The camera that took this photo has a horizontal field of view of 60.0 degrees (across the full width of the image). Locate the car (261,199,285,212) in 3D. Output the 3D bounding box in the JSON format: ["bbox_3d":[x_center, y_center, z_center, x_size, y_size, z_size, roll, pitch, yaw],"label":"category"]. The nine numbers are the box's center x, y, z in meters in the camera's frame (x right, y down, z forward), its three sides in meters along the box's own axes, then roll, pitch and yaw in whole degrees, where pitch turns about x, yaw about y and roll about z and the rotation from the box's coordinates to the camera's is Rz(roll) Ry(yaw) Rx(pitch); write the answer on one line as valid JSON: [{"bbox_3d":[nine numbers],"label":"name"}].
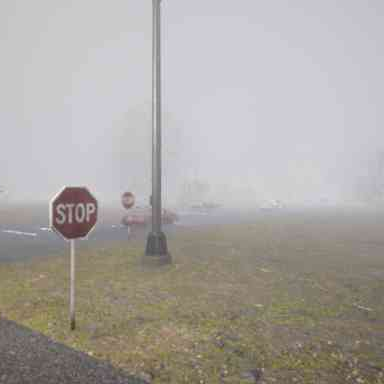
[{"bbox_3d":[10.171,1.670,41.878,1.812,1.442,4.674,0,0,34],"label":"car"}]

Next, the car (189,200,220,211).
[{"bbox_3d":[1.594,1.717,41.682,1.895,1.301,4.718,0,0,34],"label":"car"}]

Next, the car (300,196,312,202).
[{"bbox_3d":[27.705,1.757,80.574,2.033,1.411,5.357,0,0,34],"label":"car"}]

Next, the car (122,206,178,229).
[{"bbox_3d":[-2.759,1.636,22.618,1.994,1.385,4.181,0,0,34],"label":"car"}]

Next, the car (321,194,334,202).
[{"bbox_3d":[32.434,1.753,80.736,1.812,1.442,4.674,0,0,30],"label":"car"}]
